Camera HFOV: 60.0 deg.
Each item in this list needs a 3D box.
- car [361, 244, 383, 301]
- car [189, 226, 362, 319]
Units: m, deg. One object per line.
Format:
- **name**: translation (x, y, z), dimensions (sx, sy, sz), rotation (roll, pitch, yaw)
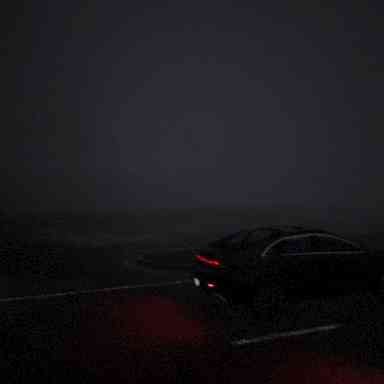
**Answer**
- **car**: translation (4.942, 1.485, 4.336), dimensions (5.008, 1.535, 1.882), rotation (0, 0, -19)
- **car**: translation (2.375, 1.501, 7.152), dimensions (4.902, 1.511, 2.128), rotation (0, 0, -19)
